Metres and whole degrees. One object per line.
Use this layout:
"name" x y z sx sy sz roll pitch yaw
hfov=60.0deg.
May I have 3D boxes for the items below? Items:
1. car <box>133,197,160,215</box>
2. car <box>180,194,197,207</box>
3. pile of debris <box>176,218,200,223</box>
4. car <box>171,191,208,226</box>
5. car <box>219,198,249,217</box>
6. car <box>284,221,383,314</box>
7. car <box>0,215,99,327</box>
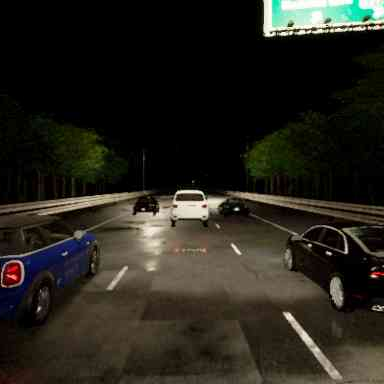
"car" -3.764 1.118 27.835 1.812 1.442 4.674 0 1 -1
"car" -0.432 0.994 39.837 1.895 1.301 4.718 0 1 -1
"pile of debris" -0.280 1.875 21.735 1.500 0.140 1.860 0 1 -1
"car" -0.162 0.933 20.900 2.150 2.045 5.566 0 1 -1
"car" 3.257 1.194 26.426 1.994 1.385 4.181 0 1 -1
"car" 3.522 1.417 7.441 1.837 1.490 4.892 0 1 -1
"car" -3.472 1.257 6.989 2.097 1.767 4.553 0 1 -1
